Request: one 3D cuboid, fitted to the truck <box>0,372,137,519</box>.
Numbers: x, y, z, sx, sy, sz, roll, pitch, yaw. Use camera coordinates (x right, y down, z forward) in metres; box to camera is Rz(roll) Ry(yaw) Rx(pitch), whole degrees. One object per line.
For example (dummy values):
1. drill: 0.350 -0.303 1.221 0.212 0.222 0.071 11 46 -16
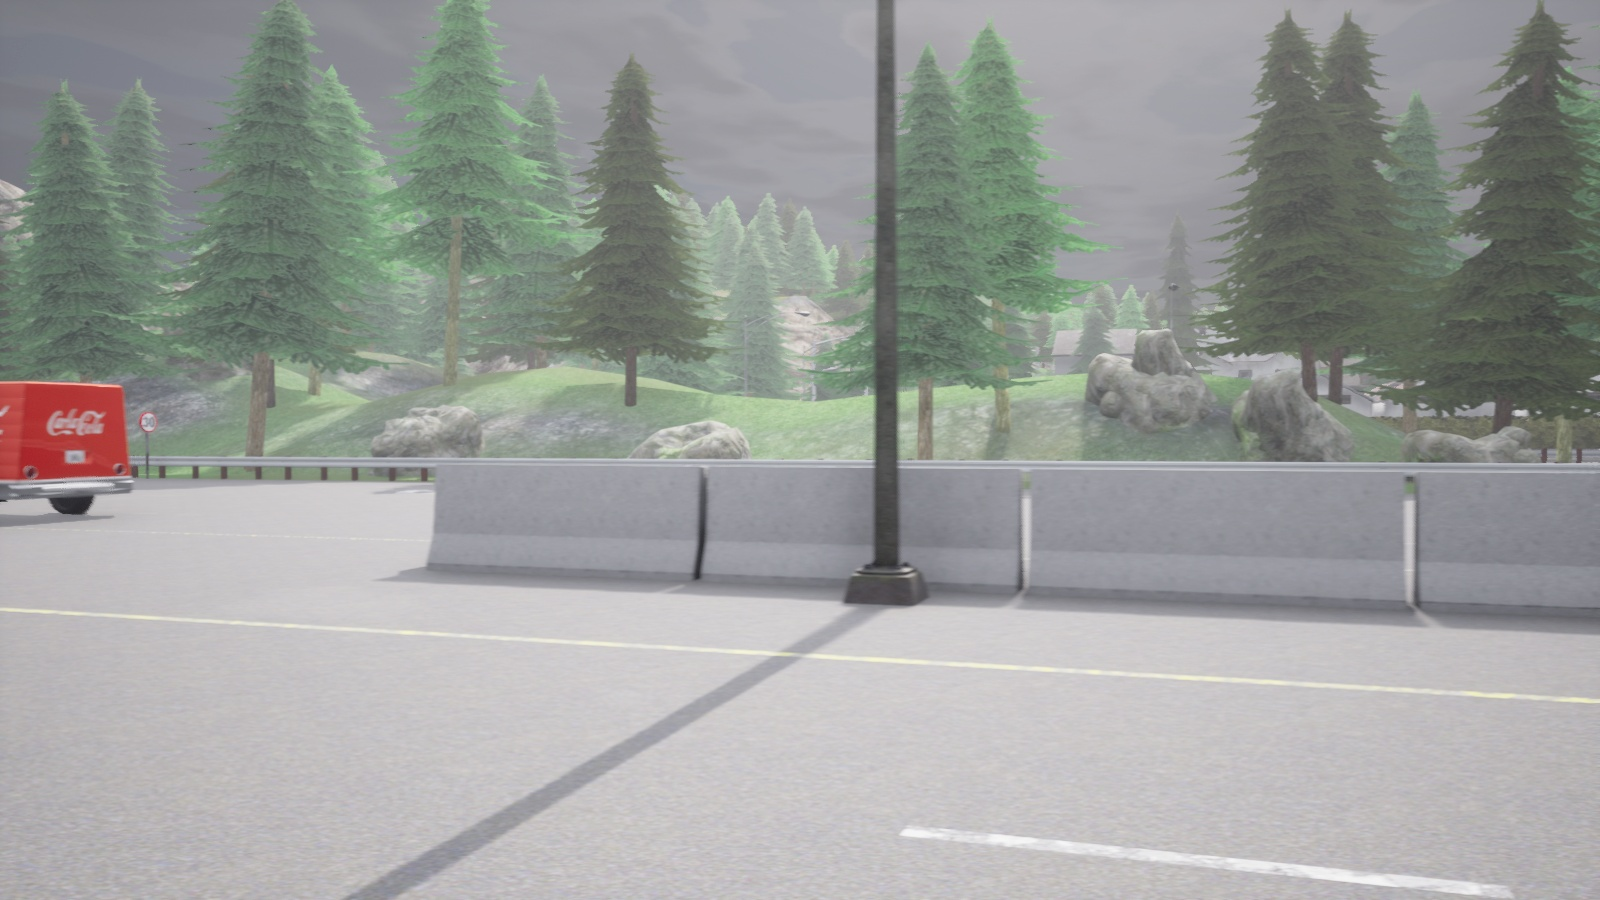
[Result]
1. truck: -15.306 -0.112 23.103 5.204 2.467 2.627 1 1 19
